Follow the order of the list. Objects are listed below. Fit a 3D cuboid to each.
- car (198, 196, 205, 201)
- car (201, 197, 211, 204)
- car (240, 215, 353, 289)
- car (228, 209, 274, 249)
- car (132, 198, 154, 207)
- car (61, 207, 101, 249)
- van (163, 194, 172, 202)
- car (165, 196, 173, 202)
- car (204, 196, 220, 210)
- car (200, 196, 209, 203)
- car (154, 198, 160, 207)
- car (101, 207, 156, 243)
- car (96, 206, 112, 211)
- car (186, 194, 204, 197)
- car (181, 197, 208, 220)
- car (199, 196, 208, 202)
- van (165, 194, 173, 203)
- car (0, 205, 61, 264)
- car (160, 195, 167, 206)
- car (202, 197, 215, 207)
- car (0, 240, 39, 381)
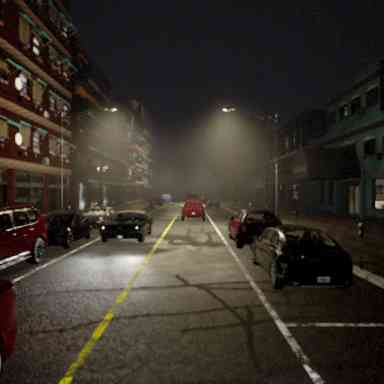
[{"bbox_3d":[2.703,1.728,94.424,1.947,1.339,4.313,0,0,0],"label":"car"},{"bbox_3d":[2.699,1.669,65.940,1.802,1.307,4.206,0,0,0],"label":"car"},{"bbox_3d":[2.691,1.555,8.974,2.008,1.369,4.403,0,0,0],"label":"car"},{"bbox_3d":[2.691,1.449,14.671,1.967,1.590,4.097,0,0,0],"label":"car"},{"bbox_3d":[-5.686,1.560,37.291,1.752,1.417,4.829,0,0,0],"label":"car"},{"bbox_3d":[-5.689,1.574,14.674,1.947,1.339,4.313,0,0,0],"label":"car"},{"bbox_3d":[-5.681,1.456,77.339,1.690,1.788,3.998,0,0,0],"label":"van"},{"bbox_3d":[-5.679,1.712,83.036,1.802,1.307,4.206,0,0,0],"label":"car"},{"bbox_3d":[2.696,1.594,43.155,2.008,1.369,4.403,0,0,0],"label":"car"},{"bbox_3d":[2.700,1.646,71.638,1.887,1.381,4.507,0,0,0],"label":"car"},{"bbox_3d":[-5.685,1.587,43.159,1.887,1.381,4.507,0,0,0],"label":"car"},{"bbox_3d":[-3.069,1.611,16.377,1.895,1.301,4.718,0,0,0],"label":"car"},{"bbox_3d":[-5.688,1.565,20.370,2.008,1.369,4.403,0,0,0],"label":"car"},{"bbox_3d":[0.107,1.268,46.000,2.150,2.045,5.566,0,0,0],"label":"car"},{"bbox_3d":[0.103,1.501,28.320,1.882,1.535,5.008,0,0,0],"label":"car"},{"bbox_3d":[2.701,1.682,77.334,1.947,1.339,4.313,0,0,0],"label":"car"},{"bbox_3d":[-5.682,1.441,71.643,1.690,1.788,3.998,0,0,0],"label":"van"},{"bbox_3d":[-5.690,1.319,8.977,2.192,1.841,5.009,0,0,0],"label":"car"},{"bbox_3d":[-5.683,1.628,54.551,1.947,1.339,4.313,0,0,0],"label":"car"},{"bbox_3d":[2.697,1.607,54.547,1.887,1.381,4.507,0,0,0],"label":"car"},{"bbox_3d":[-3.074,1.479,2.018,1.882,1.535,5.008,0,0,0],"label":"car"}]
